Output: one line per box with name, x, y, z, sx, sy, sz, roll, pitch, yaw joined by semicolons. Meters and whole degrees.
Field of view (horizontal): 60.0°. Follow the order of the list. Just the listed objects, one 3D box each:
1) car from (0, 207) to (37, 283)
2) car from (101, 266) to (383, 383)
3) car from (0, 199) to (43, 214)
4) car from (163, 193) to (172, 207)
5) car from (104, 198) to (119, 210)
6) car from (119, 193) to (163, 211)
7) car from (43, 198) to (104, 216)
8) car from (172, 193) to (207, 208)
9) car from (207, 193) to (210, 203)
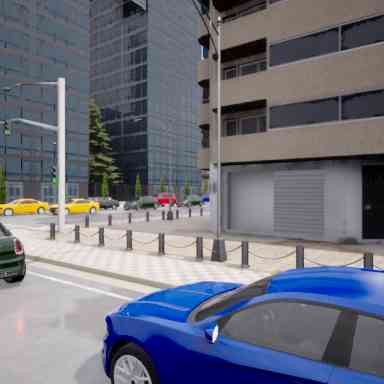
car;-6.240;1.352;8.441;4.553;1.767;2.097;0;0;36
car;1.254;1.478;3.097;5.008;1.535;1.882;0;0;36
car;-16.340;1.422;31.948;1.882;1.535;5.008;0;0;36
car;-4.545;1.166;48.211;2.150;2.045;5.566;0;0;36
car;-10.823;1.436;39.554;2.128;1.511;4.902;0;0;36
car;-6.111;1.296;40.092;2.097;1.767;4.553;0;0;36
car;-11.484;1.422;32.675;1.882;1.535;5.008;0;0;36
car;-0.300;1.296;48.098;2.097;1.767;4.553;0;0;36
car;1.738;1.165;56.828;2.150;2.045;5.566;0;0;36
